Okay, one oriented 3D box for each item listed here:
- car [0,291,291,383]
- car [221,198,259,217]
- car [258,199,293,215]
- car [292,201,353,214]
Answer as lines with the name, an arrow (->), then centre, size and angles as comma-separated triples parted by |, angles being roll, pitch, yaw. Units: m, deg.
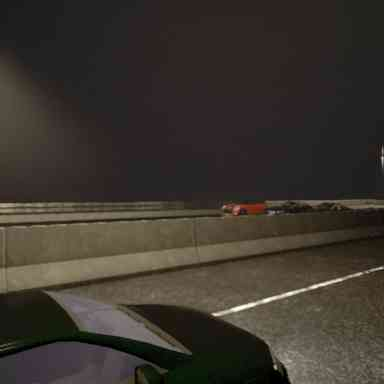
car -> -1.115, 1.535, 2.516 | 4.181, 1.385, 1.994 | 1, 0, -37
car -> 4.742, 1.330, 29.238 | 4.553, 1.767, 2.097 | 1, 0, -37
car -> 8.162, 1.525, 27.447 | 4.902, 1.511, 2.128 | 1, 0, -37
car -> 9.948, 1.561, 24.408 | 4.902, 1.511, 2.128 | 1, 0, -37
